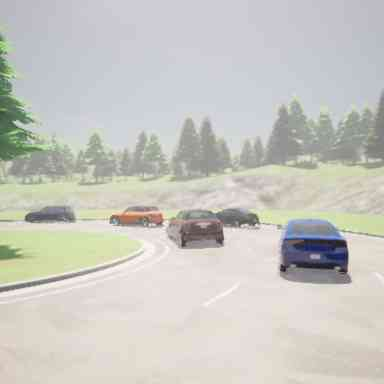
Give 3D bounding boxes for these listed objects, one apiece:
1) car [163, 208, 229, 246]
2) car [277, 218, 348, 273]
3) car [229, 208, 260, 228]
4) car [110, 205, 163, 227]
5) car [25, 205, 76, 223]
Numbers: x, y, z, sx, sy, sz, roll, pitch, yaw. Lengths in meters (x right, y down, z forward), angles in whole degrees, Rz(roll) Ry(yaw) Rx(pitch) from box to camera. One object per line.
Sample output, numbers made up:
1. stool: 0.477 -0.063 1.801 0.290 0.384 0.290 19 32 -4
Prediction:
1. car: 0.024 1.666 17.496 2.097 1.767 4.553 -1 -1 -14
2. car: 3.959 1.635 11.384 1.882 1.535 5.008 0 -1 15
3. car: 3.113 1.946 25.781 1.812 1.442 4.674 1 -2 -38
4. car: -4.615 1.901 27.533 4.553 1.767 2.097 -1 -1 30
5. car: -13.973 2.112 32.815 4.553 1.767 2.097 -1 -1 0
